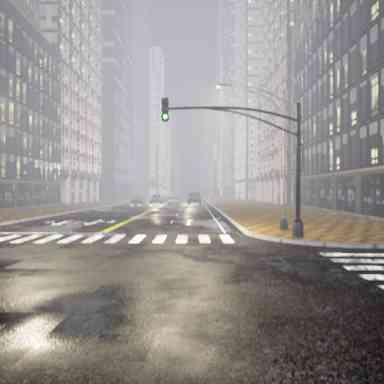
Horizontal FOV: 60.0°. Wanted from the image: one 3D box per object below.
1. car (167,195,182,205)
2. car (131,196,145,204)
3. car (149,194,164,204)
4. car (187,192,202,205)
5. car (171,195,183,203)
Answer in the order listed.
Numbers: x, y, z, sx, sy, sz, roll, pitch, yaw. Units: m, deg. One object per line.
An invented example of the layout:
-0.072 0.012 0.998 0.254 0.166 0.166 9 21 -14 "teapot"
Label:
-2.872 1.401 53.517 1.895 1.301 4.718 0 0 0 "car"
-9.342 1.340 57.700 2.033 1.411 5.357 0 0 0 "car"
-6.092 1.144 57.707 2.097 1.767 4.553 0 0 0 "car"
0.379 1.022 53.493 2.150 2.045 5.566 0 0 0 "car"
-2.801 1.274 63.487 2.128 1.511 4.902 0 0 0 "car"
